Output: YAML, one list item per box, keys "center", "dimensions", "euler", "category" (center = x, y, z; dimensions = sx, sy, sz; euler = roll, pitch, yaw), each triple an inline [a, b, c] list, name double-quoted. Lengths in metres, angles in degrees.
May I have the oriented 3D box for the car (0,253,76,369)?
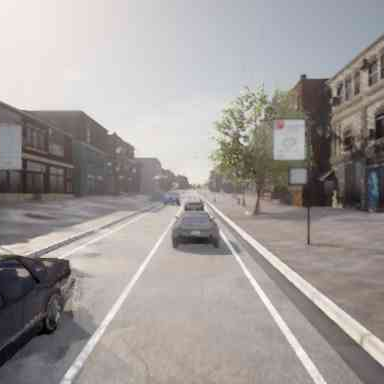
- center: [-3.087, 1.544, 3.975]
  dimensions: [2.033, 1.411, 5.357]
  euler: [0, 0, 0]
  category: "car"

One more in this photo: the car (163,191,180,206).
- center: [-2.884, 0.894, 48.604]
  dimensions: [2.150, 2.045, 5.566]
  euler: [0, 0, 1]
  category: "car"

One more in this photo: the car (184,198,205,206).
- center: [0.224, 1.333, 32.311]
  dimensions: [2.128, 1.511, 4.902]
  euler: [0, 1, 0]
  category: "car"

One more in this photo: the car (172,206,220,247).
- center: [0.156, 1.531, 14.864]
  dimensions: [1.994, 1.385, 4.181]
  euler: [0, 0, 0]
  category: "car"
